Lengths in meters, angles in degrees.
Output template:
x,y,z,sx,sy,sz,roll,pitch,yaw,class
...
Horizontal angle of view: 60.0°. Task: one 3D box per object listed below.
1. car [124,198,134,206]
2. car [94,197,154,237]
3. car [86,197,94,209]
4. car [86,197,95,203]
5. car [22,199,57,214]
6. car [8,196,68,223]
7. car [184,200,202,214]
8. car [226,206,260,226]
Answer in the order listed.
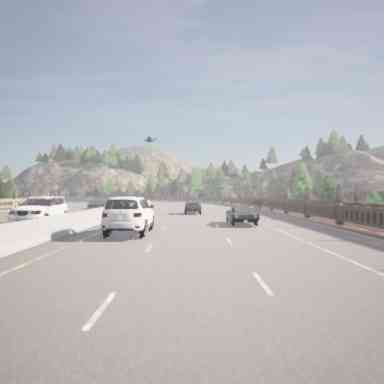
x,y,z,sx,sy,sz,roll,pitch,yaw,class
-12.324,1.885,64.918,1.994,1.385,4.181,0,0,-11,car
-3.403,1.279,18.400,2.150,2.045,5.566,0,0,0,car
-14.199,1.765,49.954,2.033,1.411,5.357,0,0,-1,car
-24.499,1.831,80.424,1.812,1.442,4.674,0,-1,-21,car
-17.605,1.657,38.759,1.837,1.490,4.892,0,0,0,car
-10.603,1.299,23.454,2.150,2.045,5.566,0,0,0,car
0.094,1.638,37.758,2.128,1.511,4.902,0,0,0,car
3.596,1.683,24.422,1.895,1.301,4.718,0,0,0,car
